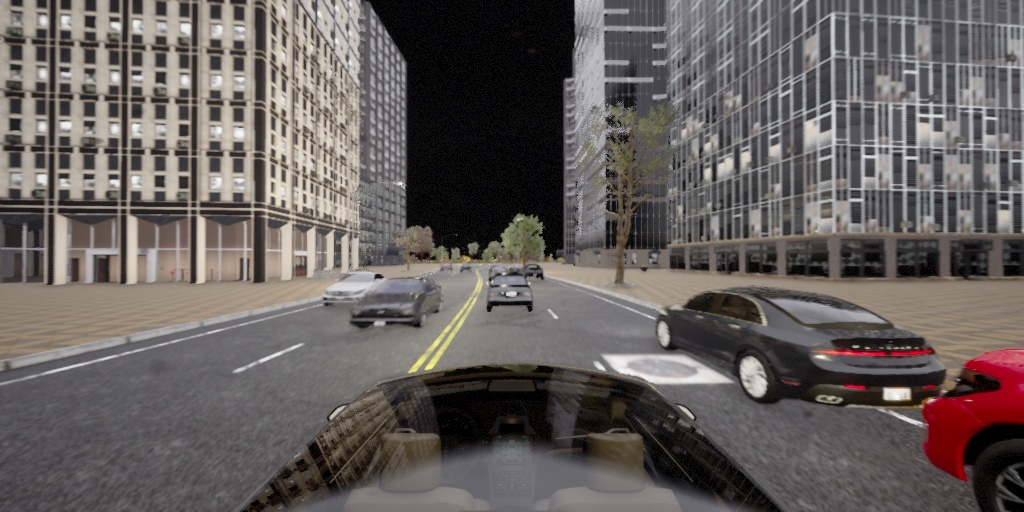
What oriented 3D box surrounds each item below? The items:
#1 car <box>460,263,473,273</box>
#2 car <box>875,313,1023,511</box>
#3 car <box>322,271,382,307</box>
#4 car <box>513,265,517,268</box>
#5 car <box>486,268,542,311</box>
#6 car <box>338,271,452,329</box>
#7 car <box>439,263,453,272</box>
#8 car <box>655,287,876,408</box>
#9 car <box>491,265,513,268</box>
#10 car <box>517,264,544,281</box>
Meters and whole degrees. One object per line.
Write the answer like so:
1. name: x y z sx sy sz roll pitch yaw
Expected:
1. car: -6.745 1.804 53.109 2.033 1.411 5.357 0 -1 -6
2. car: 4.231 0.958 0.311 2.150 2.045 5.566 0 -1 0
3. car: -6.909 1.421 16.543 1.812 1.442 4.674 0 -1 -2
4. car: 0.764 1.779 46.171 1.895 1.301 4.718 0 -1 -7
5. car: -0.144 1.423 15.234 2.033 1.411 5.357 0 -1 -2
6. car: -3.491 1.396 11.964 2.033 1.411 5.357 0 -1 -1
7. car: -10.490 1.833 57.708 1.812 1.442 4.674 0 -1 -5
8. car: 4.215 1.294 6.373 1.837 1.490 4.892 0 -1 -1
9. car: -1.369 1.617 35.058 2.033 1.411 5.357 0 -1 -5
10. car: 1.887 1.563 34.831 1.837 1.490 4.892 0 -2 -5
